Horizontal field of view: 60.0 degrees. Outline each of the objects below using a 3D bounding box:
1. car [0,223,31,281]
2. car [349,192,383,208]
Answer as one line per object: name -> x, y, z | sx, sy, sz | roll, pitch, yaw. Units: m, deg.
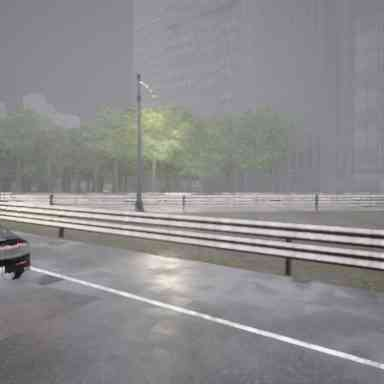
car -> -5.848, 1.322, 8.062 | 4.902, 1.511, 2.128 | 1, 1, 35
car -> 17.299, 0.741, 31.457 | 4.902, 1.511, 2.128 | 0, 0, -6
